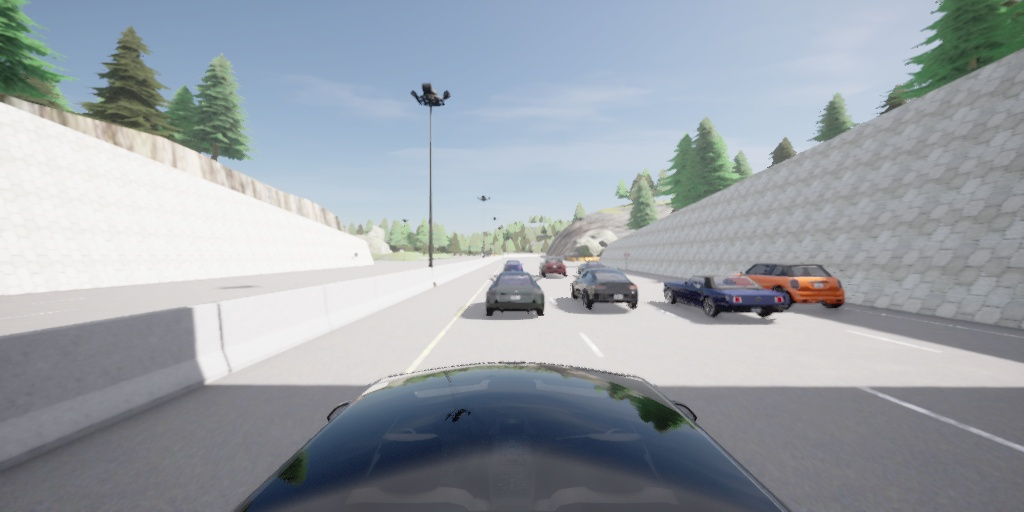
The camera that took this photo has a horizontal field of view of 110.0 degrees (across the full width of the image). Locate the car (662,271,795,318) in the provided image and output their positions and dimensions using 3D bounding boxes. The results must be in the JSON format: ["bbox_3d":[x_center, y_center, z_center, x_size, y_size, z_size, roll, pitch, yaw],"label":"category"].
[{"bbox_3d":[7.099,1.282,12.634,1.895,1.301,4.718,0,0,0],"label":"car"}]

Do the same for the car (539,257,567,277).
[{"bbox_3d":[3.599,0.908,32.231,2.097,1.767,4.553,0,0,0],"label":"car"}]

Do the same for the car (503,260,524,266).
[{"bbox_3d":[0.099,1.075,33.184,1.812,1.442,4.674,0,0,0],"label":"car"}]

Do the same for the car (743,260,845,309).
[{"bbox_3d":[10.600,1.021,14.518,2.097,1.767,4.553,0,0,0],"label":"car"}]

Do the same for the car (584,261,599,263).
[{"bbox_3d":[7.099,1.123,31.842,1.994,1.385,4.181,0,0,0],"label":"car"}]

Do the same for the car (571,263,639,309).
[{"bbox_3d":[3.586,1.195,14.374,1.812,1.442,4.674,0,0,0],"label":"car"}]

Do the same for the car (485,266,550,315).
[{"bbox_3d":[0.101,1.241,13.120,1.994,1.385,4.181,0,0,0],"label":"car"}]
